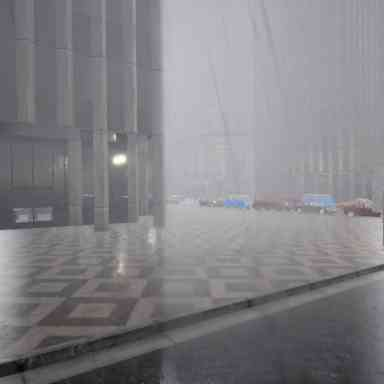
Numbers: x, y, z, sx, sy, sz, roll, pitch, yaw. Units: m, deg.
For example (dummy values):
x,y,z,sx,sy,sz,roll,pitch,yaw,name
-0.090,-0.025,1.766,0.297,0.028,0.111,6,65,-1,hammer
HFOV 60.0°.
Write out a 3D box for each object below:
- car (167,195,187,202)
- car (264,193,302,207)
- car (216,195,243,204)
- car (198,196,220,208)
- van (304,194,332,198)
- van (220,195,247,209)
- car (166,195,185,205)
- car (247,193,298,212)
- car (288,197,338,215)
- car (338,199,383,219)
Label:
x,y,z,sx,sy,sz,roll,pitch,yaw,name
-3.210,1.256,69.815,2.008,1.369,4.403,-1,1,-36,car
12.844,1.129,47.334,2.192,1.841,5.009,-1,1,-36,car
6.325,1.295,56.466,1.752,1.417,4.829,-1,1,-36,car
2.684,1.370,46.881,1.967,1.590,4.097,-1,1,-36,car
16.056,1.177,42.838,1.690,1.788,3.998,-1,1,-36,van
5.896,1.293,42.386,1.690,1.788,3.998,-1,1,-36,van
-3.742,1.438,55.872,2.008,1.369,4.403,-1,1,-36,car
9.109,1.289,37.890,2.192,1.841,5.009,-1,1,-36,car
12.324,1.548,33.398,2.008,1.369,4.403,-1,1,-36,car
15.537,1.566,28.903,1.887,1.381,4.507,-1,1,-36,car
